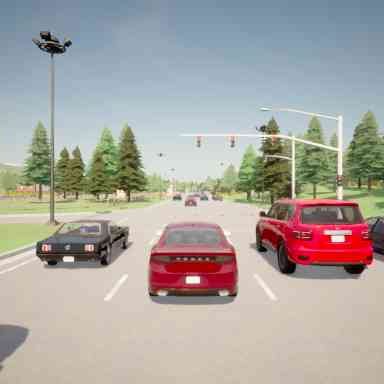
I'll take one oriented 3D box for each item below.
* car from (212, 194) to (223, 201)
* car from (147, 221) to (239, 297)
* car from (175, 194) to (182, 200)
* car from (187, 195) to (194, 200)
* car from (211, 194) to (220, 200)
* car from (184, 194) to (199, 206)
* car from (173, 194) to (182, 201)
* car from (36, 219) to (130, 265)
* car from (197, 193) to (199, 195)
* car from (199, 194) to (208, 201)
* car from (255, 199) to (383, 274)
[{"bbox_3d":[6.682,1.516,83.889,2.128,1.511,4.902,0,0,0],"label":"car"},{"bbox_3d":[0.030,1.478,8.648,1.882,1.535,5.008,0,0,0],"label":"car"},{"bbox_3d":[-3.858,1.310,94.269,1.882,1.535,5.008,0,0,0],"label":"car"},{"bbox_3d":[-0.358,1.427,94.313,1.895,1.301,4.718,0,0,0],"label":"car"},{"bbox_3d":[6.642,1.372,94.309,2.033,1.411,5.357,0,0,0],"label":"car"},{"bbox_3d":[-0.201,1.525,53.250,1.812,1.442,4.674,0,0,0],"label":"car"},{"bbox_3d":[-3.818,1.469,83.849,1.882,1.535,5.008,0,0,0],"label":"car"},{"bbox_3d":[-3.463,1.601,11.582,1.895,1.301,4.718,0,0,0],"label":"car"},{"bbox_3d":[3.142,1.357,94.296,2.128,1.511,4.902,0,0,0],"label":"car"},{"bbox_3d":[3.180,1.516,84.293,1.812,1.442,4.674,0,0,0],"label":"car"},{"bbox_3d":[3.533,1.221,10.698,2.150,2.045,5.566,0,0,0],"label":"car"}]
